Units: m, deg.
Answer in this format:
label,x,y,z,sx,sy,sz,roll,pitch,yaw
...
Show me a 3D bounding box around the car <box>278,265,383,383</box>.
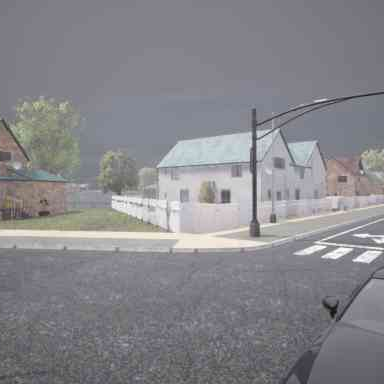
label,x,y,z,sx,sy,sz,roll,pitch,yaw
car,2.517,1.524,3.390,1.812,1.442,4.674,0,0,42
